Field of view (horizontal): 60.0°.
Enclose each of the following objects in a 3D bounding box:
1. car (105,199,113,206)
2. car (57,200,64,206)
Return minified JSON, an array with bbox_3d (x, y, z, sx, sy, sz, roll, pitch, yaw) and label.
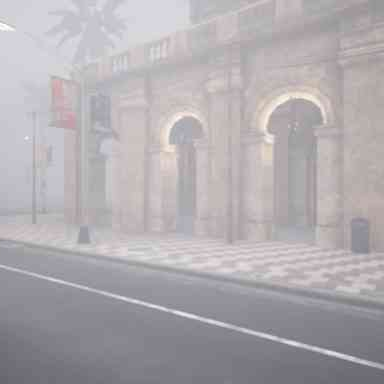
[{"bbox_3d":[-12.244,1.577,55.366,1.837,1.490,4.892,0,0,36],"label":"car"},{"bbox_3d":[-20.175,1.597,55.666,2.161,1.482,4.786,0,0,35],"label":"car"}]
